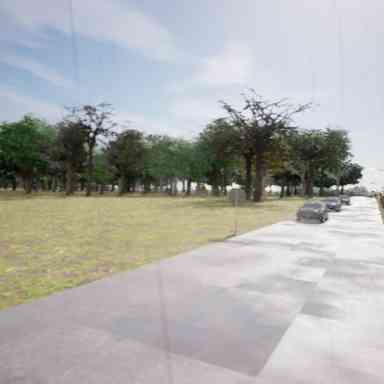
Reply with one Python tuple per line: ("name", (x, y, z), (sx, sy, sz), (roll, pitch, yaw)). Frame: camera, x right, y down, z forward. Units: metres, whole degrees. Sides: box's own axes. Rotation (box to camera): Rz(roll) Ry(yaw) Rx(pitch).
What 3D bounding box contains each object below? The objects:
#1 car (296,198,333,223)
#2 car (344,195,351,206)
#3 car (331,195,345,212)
("car", (9.376, 1.481, 25.682), (1.837, 1.490, 4.892), (2, 1, 28))
("car", (23.158, 1.276, 50.853), (1.837, 1.490, 4.892), (2, 1, 28))
("car", (15.558, 1.399, 37.050), (1.837, 1.490, 4.892), (2, 1, 29))
